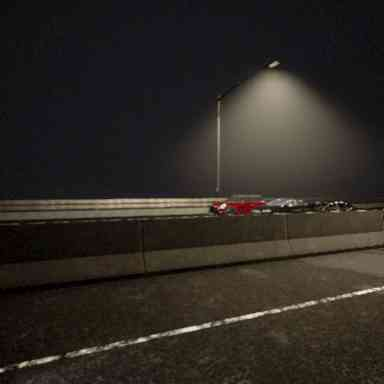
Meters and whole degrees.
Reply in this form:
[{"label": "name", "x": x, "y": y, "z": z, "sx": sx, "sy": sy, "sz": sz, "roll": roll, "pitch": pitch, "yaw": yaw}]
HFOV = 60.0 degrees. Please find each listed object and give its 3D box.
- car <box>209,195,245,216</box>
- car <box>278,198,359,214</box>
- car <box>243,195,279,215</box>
[{"label": "car", "x": 3.501, "y": 0.992, "z": 24.929, "sx": 4.553, "sy": 1.767, "sz": 2.097, "roll": 0, "pitch": 1, "yaw": -28}, {"label": "car", "x": 7.610, "y": 1.265, "z": 19.179, "sx": 4.892, "sy": 1.490, "sz": 1.837, "roll": 0, "pitch": 1, "yaw": -28}, {"label": "car", "x": 6.225, "y": 1.191, "z": 22.404, "sx": 4.902, "sy": 1.511, "sz": 2.128, "roll": 0, "pitch": 1, "yaw": -28}]
